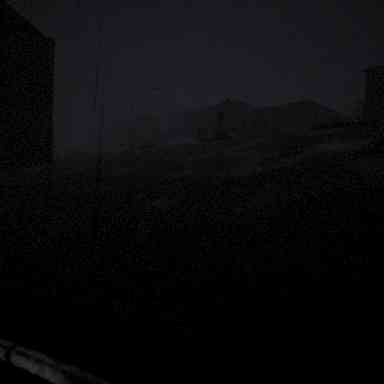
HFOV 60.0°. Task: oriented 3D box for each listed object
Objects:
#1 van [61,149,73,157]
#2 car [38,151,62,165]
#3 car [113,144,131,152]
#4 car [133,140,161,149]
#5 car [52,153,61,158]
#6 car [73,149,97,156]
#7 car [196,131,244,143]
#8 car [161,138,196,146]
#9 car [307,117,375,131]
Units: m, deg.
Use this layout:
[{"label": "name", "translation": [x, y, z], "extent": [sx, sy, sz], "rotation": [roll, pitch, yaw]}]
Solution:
[{"label": "van", "translation": [-19.606, -6.076, 55.291], "extent": [1.878, 1.987, 4.442], "rotation": [0, 1, -43]}, {"label": "car", "translation": [-27.206, -6.422, 63.417], "extent": [2.435, 2.045, 5.566], "rotation": [0, 1, -43]}, {"label": "car", "translation": [-8.400, -5.465, 43.311], "extent": [2.185, 1.767, 4.553], "rotation": [0, 2, -43]}, {"label": "car", "translation": [-4.631, -5.286, 39.282], "extent": [2.185, 1.767, 4.553], "rotation": [0, 2, -43]}, {"label": "car", "translation": [-23.465, -5.976, 59.416], "extent": [2.002, 1.452, 4.674], "rotation": [0, 1, -43]}, {"label": "car", "translation": [-15.926, -5.686, 51.355], "extent": [2.231, 1.521, 4.892], "rotation": [0, 1, -43]}, {"label": "car", "translation": [2.994, -4.914, 31.129], "extent": [2.185, 1.767, 4.553], "rotation": [0, 2, -43]}, {"label": "car", "translation": [-0.760, -4.931, 35.142], "extent": [2.002, 1.452, 4.674], "rotation": [0, 2, -43]}, {"label": "car", "translation": [10.461, -4.420, 23.145], "extent": [2.231, 1.521, 4.892], "rotation": [0, 2, -43]}]
